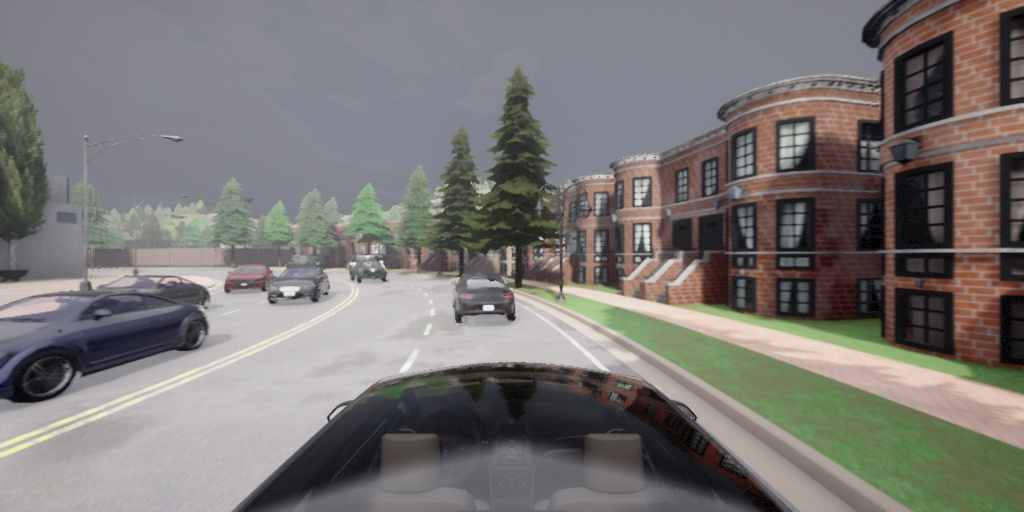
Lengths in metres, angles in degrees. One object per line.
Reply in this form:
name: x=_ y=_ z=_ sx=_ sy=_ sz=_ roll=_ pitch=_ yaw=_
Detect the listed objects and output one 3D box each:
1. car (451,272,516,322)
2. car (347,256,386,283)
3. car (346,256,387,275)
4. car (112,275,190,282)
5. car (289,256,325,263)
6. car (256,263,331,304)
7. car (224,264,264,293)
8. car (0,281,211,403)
car: x=-1.071 y=1.277 z=12.235 sx=1.812 sy=1.442 sz=4.674 roll=0 pitch=0 yaw=-10
car: x=-11.548 y=1.108 z=28.587 sx=2.097 sy=1.767 sz=4.553 roll=0 pitch=0 yaw=-32
car: x=-16.153 y=0.981 z=39.598 sx=5.566 sy=2.045 sz=2.150 roll=0 pitch=0 yaw=44
car: x=-11.880 y=1.320 z=11.627 sx=1.994 sy=1.385 sz=4.181 roll=0 pitch=0 yaw=-15
car: x=-23.574 y=0.984 z=41.120 sx=5.566 sy=2.045 sz=2.150 roll=0 pitch=0 yaw=36
car: x=-9.652 y=1.247 z=16.557 sx=2.128 sy=1.511 sz=4.902 roll=0 pitch=0 yaw=-20
car: x=-15.320 y=1.236 z=21.168 sx=1.882 sy=1.535 sz=5.008 roll=0 pitch=0 yaw=-28
car: x=-7.521 y=1.318 z=6.132 sx=1.994 sy=1.385 sz=4.181 roll=0 pitch=0 yaw=-5
